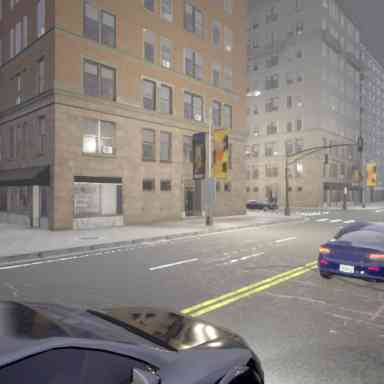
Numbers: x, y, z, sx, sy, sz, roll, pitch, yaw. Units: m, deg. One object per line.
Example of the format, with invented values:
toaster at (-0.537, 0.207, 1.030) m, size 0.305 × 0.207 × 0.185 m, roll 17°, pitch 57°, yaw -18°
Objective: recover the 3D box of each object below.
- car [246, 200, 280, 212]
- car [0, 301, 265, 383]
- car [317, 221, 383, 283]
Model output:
car at (7.737, 1.591, 38.796) m, size 4.718 × 1.301 × 1.895 m, roll 0°, pitch 0°, yaw 43°
car at (-1.199, 1.564, 2.395) m, size 1.994 × 1.385 × 4.181 m, roll 0°, pitch 0°, yaw 43°
car at (4.991, 1.528, 9.030) m, size 1.812 × 1.442 × 4.674 m, roll 0°, pitch 0°, yaw 43°
